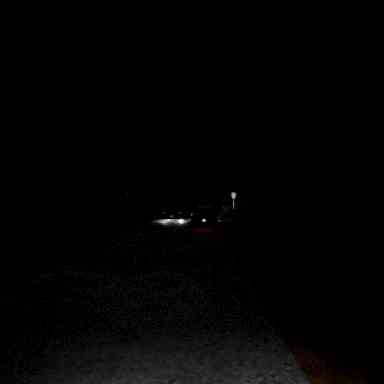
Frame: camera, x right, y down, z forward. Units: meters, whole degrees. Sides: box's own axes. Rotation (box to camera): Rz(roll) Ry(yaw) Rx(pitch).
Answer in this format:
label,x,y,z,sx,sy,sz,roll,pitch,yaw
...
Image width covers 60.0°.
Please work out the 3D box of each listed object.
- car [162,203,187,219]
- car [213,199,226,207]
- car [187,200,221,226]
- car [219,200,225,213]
label,x,y,z,sx,sy,sz,roll,pitch,yaw
car,-1.438,1.682,30.713,2.033,1.411,5.357,0,-1,6
car,5.882,2.355,70.657,1.882,1.535,5.008,1,-1,14
car,0.955,1.588,24.003,1.837,1.490,4.892,0,0,4
car,3.071,1.820,42.749,2.128,1.511,4.902,0,-1,8
